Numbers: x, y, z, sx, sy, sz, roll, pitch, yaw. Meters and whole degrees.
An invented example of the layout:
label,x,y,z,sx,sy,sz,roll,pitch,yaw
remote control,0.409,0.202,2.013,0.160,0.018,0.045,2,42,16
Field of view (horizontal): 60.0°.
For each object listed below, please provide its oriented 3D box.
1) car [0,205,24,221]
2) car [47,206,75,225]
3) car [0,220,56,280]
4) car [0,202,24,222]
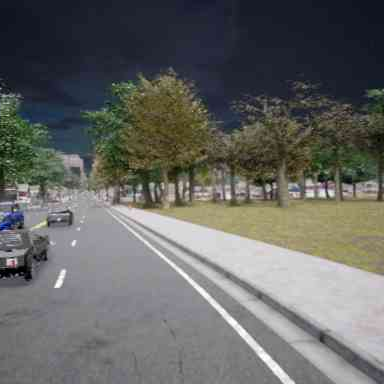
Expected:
label,x,y,z,sx,sy,sz,roll,pitch,yaw
car,-21.012,2.343,38.273,2.128,1.511,4.902,-2,0,-16
car,-10.854,1.946,27.701,2.128,1.511,4.902,-2,0,-17
car,-5.625,1.818,10.245,1.895,1.301,4.718,-2,0,-16
car,-12.817,1.726,22.287,2.150,2.045,5.566,-2,0,-17
